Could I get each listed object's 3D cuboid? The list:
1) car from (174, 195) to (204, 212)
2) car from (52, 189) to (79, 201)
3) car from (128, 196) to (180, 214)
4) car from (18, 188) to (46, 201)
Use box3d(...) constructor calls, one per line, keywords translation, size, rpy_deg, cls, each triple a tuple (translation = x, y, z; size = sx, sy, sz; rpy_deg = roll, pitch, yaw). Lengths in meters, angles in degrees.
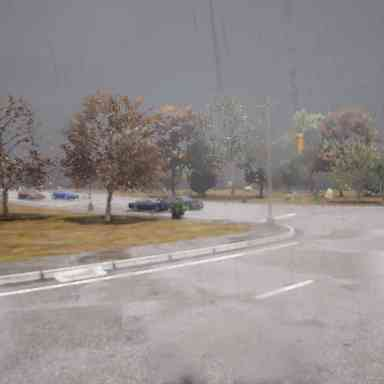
box3d(translation=(-0.994, 1.098, 33.488), size=(4.892, 1.490, 1.837), rpy_deg=(1, 2, 39), cls="car")
box3d(translation=(-17.924, 0.391, 47.134), size=(5.008, 1.535, 1.882), rpy_deg=(3, 3, 39), cls="car")
box3d(translation=(-3.808, 1.274, 31.264), size=(4.718, 1.301, 1.895), rpy_deg=(1, 2, 39), cls="car")
box3d(translation=(-22.245, 0.241, 46.133), size=(4.553, 1.767, 2.097), rpy_deg=(3, 3, 39), cls="car")
